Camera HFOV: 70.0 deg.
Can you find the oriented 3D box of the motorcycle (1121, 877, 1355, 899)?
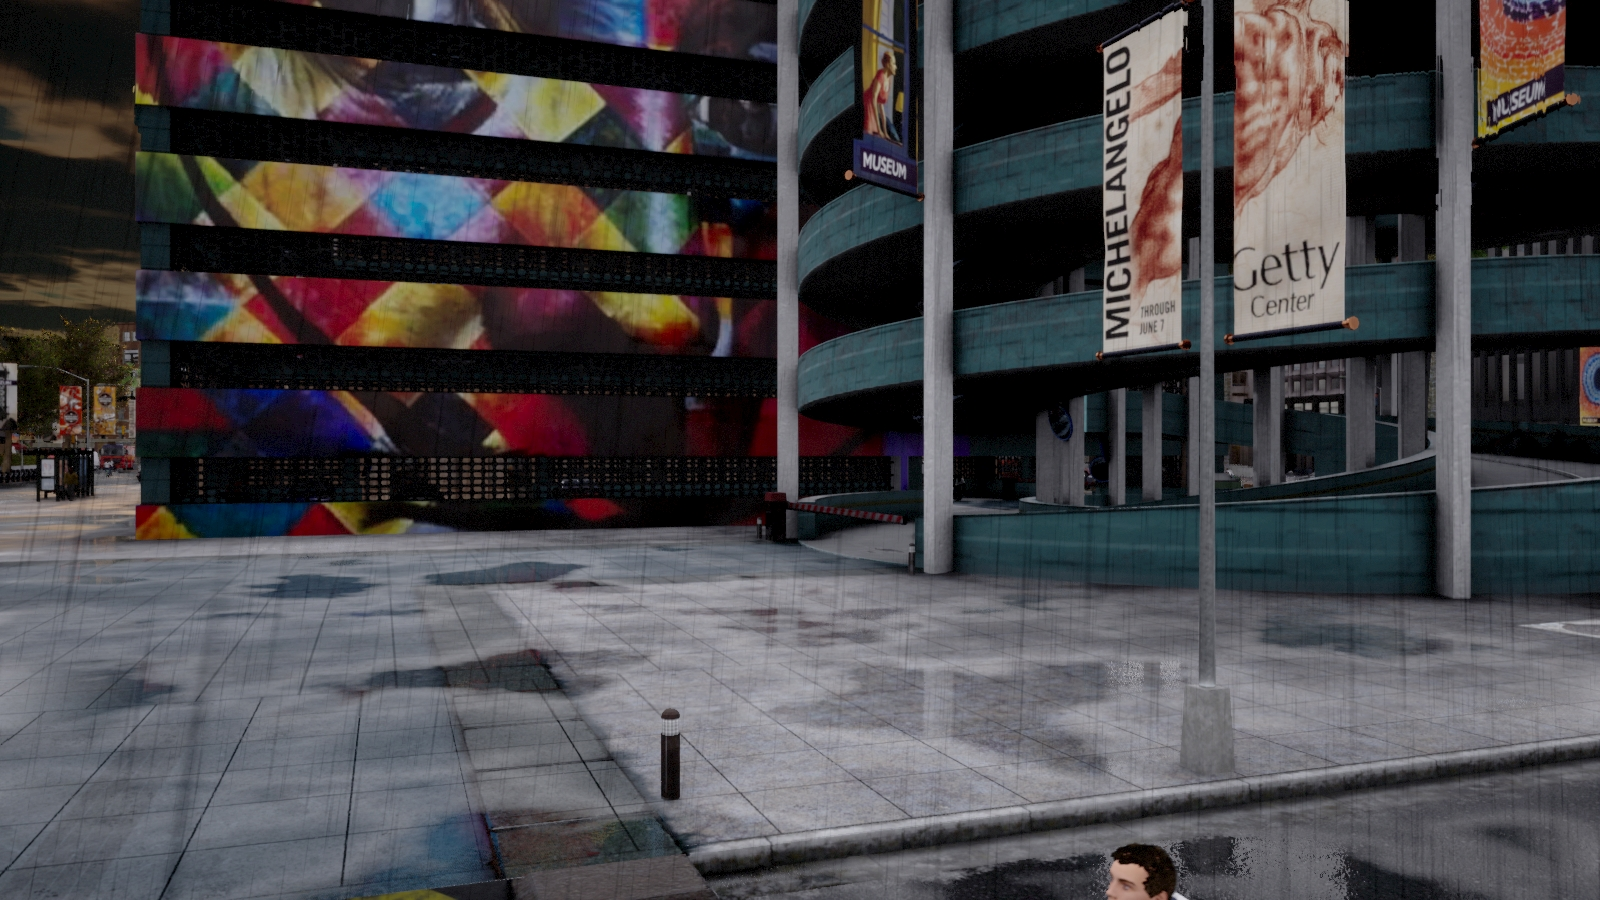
[{"bbox_3d":[1.148,2.217,3.751,2.033,1.145,0.803,2,-1,-20],"label":"motorcycle"}]

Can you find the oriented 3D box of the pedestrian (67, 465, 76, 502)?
[{"bbox_3d":[-36.820,1.691,57.765,0.375,1.860,0.375,0,0,-30],"label":"pedestrian"}]
